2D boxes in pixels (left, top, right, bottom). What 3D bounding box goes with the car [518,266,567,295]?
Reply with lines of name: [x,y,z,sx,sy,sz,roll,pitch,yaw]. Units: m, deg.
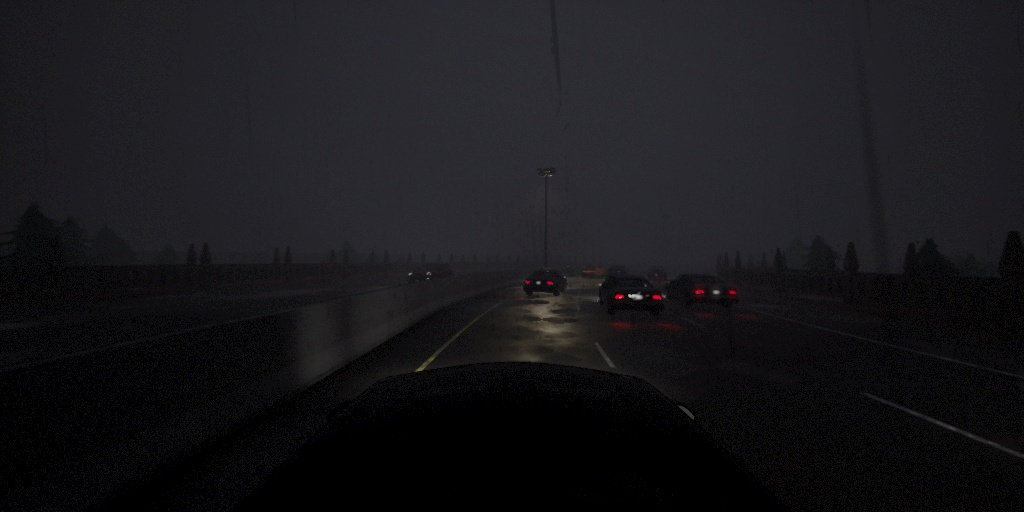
car: [2.105,1.523,21.673,2.033,1.411,5.357,0,-1,16]

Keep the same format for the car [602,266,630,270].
car: [10.416,1.677,35.292,1.837,1.490,4.892,0,-1,22]

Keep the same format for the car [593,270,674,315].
car: [4.629,1.463,14.536,2.033,1.411,5.357,0,-1,9]

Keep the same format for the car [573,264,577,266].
car: [12.720,1.935,61.059,1.882,1.535,5.008,0,-1,36]

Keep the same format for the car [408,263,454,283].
car: [-6.556,1.345,29.351,2.097,1.767,4.553,0,-1,16]

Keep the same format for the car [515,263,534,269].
car: [2.421,1.907,58.459,2.033,1.411,5.357,0,-1,32]

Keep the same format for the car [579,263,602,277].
car: [9.958,1.733,43.381,1.882,1.535,5.008,0,-1,29]

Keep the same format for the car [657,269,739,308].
car: [8.518,1.512,16.629,2.033,1.411,5.357,0,-1,10]

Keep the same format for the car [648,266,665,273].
car: [15.619,1.767,38.454,1.812,1.442,4.674,0,-1,25]

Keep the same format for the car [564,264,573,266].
car: [10.297,2.035,63.687,1.994,1.385,4.181,0,-1,36]
